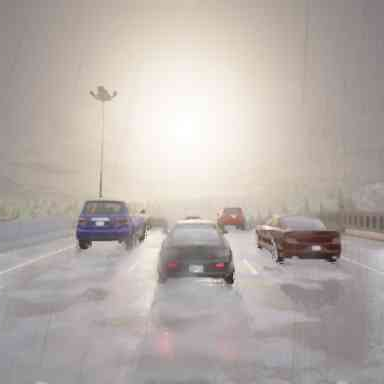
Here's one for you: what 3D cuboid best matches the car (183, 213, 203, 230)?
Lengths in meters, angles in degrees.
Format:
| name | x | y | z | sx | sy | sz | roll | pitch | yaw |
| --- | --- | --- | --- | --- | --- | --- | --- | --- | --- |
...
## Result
| name | x | y | z | sx | sy | sz | roll | pitch | yaw |
| --- | --- | --- | --- | --- | --- | --- | --- | --- | --- |
| car | 0.068 | 2.943 | 32.326 | 1.837 | 1.490 | 4.892 | 0 | -6 | 0 |

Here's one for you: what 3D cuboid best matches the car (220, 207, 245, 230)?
| name | x | y | z | sx | sy | sz | roll | pitch | yaw |
| --- | --- | --- | --- | --- | --- | --- | --- | --- | --- |
| car | 3.569 | 2.519 | 31.048 | 2.150 | 2.045 | 5.566 | 0 | -6 | 0 |

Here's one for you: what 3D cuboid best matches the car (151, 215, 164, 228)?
| name | x | y | z | sx | sy | sz | roll | pitch | yaw |
| --- | --- | --- | --- | --- | --- | --- | --- | --- | --- |
| car | -3.434 | 3.060 | 33.574 | 1.882 | 1.535 | 5.008 | 0 | -7 | 0 |

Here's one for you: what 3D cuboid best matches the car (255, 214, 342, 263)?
| name | x | y | z | sx | sy | sz | roll | pitch | yaw |
| --- | --- | --- | --- | --- | --- | --- | --- | --- | --- |
| car | 3.589 | 1.527 | 12.081 | 1.882 | 1.535 | 5.008 | 0 | -1 | 0 |

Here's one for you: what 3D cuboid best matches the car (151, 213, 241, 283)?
| name | x | y | z | sx | sy | sz | roll | pitch | yaw |
| --- | --- | --- | --- | --- | --- | --- | --- | --- | --- |
| car | 0.091 | 1.520 | 9.456 | 1.812 | 1.442 | 4.674 | 0 | -1 | 0 |

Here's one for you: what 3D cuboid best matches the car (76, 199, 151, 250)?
| name | x | y | z | sx | sy | sz | roll | pitch | yaw |
| --- | --- | --- | --- | --- | --- | --- | --- | --- | --- |
| car | -3.415 | 1.365 | 15.016 | 2.150 | 2.045 | 5.566 | 0 | -2 | 0 |
